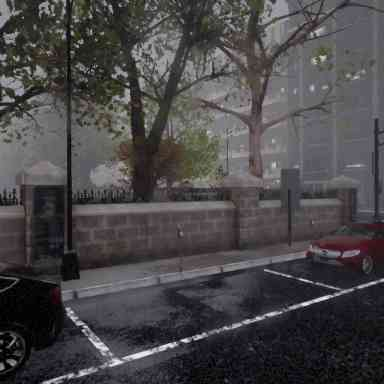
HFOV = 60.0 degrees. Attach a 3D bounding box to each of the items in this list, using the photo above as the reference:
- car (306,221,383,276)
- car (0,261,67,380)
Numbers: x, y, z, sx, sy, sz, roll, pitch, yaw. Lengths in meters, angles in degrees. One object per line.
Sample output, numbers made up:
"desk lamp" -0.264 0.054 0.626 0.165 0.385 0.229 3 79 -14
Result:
"car" 5.319 1.581 10.251 4.206 1.307 1.802 0 0 -35
"car" -3.757 1.566 3.912 4.313 1.339 1.947 0 0 -35
